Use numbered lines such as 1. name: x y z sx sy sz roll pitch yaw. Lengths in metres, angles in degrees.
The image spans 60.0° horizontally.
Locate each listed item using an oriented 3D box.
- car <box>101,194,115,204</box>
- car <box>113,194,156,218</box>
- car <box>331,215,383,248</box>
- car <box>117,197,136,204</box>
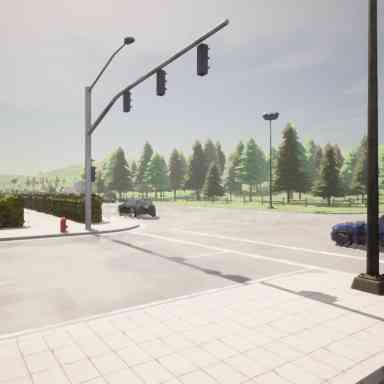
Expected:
1. car: -16.767 1.601 65.607 1.895 1.301 4.718 0 0 -34
2. car: -5.081 1.351 30.107 2.097 1.767 4.553 0 0 -35
3. car: 7.749 1.526 12.731 1.812 1.442 4.674 0 0 -39
4. car: -13.128 1.601 66.505 1.895 1.301 4.718 0 0 -35
